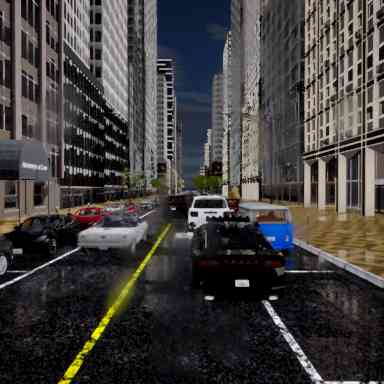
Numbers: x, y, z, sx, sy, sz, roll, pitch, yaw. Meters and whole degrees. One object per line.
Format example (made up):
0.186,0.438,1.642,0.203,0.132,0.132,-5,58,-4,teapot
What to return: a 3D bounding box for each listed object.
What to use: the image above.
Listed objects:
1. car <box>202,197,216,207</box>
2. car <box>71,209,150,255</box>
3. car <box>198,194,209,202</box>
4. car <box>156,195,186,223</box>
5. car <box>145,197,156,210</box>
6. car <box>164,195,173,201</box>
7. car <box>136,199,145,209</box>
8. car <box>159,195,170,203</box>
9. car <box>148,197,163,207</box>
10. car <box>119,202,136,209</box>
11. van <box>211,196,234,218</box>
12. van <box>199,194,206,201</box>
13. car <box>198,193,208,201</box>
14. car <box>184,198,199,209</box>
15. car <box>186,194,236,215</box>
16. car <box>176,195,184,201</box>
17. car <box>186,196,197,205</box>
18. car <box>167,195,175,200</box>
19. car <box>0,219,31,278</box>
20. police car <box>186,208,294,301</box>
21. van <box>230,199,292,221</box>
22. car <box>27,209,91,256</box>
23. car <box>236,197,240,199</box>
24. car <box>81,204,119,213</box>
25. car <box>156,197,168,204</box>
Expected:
2.645,1.538,52.835,2.008,1.369,4.403,-1,0,0,car
-3.008,1.597,13.503,1.895,1.301,4.718,0,0,0,car
2.627,1.295,75.570,2.192,1.841,5.009,-1,0,0,car
-0.161,1.214,24.779,2.150,2.045,5.566,-1,0,24,car
-5.728,1.541,41.462,2.008,1.369,4.403,-1,0,0,car
-5.755,1.503,81.078,1.752,1.417,4.829,-1,0,0,car
-5.720,1.575,30.095,1.802,1.307,4.206,-1,0,0,car
-5.748,1.422,69.880,1.967,1.590,4.097,-1,0,0,car
-5.736,1.538,52.829,2.008,1.369,4.403,-1,0,0,car
-5.717,1.545,24.411,2.008,1.369,4.403,-1,0,0,car
2.658,1.334,30.101,1.690,1.788,3.998,-1,0,0,van
2.619,1.317,86.937,1.690,1.788,3.998,-1,0,0,van
2.623,1.293,81.254,2.192,1.841,5.009,-1,0,0,car
-0.020,1.553,45.677,1.994,1.385,4.181,0,0,1,car
0.886,1.220,18.426,2.150,2.045,5.566,0,0,0,car
-3.061,1.502,85.640,1.812,1.442,4.674,0,0,0,car
-0.043,1.510,59.405,1.812,1.442,4.674,0,0,0,car
-5.763,1.539,92.615,1.947,1.339,4.313,-1,0,0,car
-5.705,1.549,7.360,2.008,1.369,4.403,-1,0,0,car
0.892,1.423,8.505,1.930,1.638,5.238,0,0,0,police car
2.670,1.338,13.050,1.690,1.788,3.998,-1,0,0,van
-5.708,1.563,13.044,1.947,1.339,4.313,-1,0,0,car
2.662,1.309,24.417,2.192,1.841,5.009,-1,0,0,car
-5.712,1.540,18.728,1.887,1.381,4.507,-1,0,0,car
-5.743,1.565,64.197,1.802,1.307,4.206,-1,0,0,car
